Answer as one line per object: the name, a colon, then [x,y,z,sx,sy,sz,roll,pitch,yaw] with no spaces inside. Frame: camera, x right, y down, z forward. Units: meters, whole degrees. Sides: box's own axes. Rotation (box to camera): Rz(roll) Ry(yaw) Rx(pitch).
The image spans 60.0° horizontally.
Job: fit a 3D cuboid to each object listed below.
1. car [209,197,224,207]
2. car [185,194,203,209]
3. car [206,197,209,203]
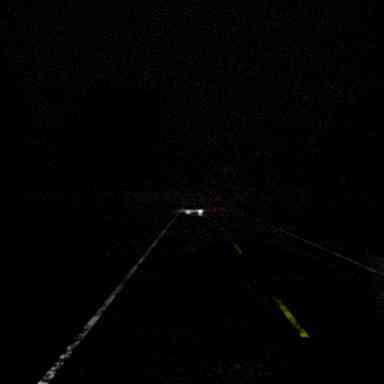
car: [4.061,1.630,53.168,1.812,1.442,4.674,0,0,1]
car: [0.330,1.291,45.844,2.150,2.045,5.566,0,0,1]
car: [4.127,1.667,71.336,2.033,1.411,5.357,0,0,1]
